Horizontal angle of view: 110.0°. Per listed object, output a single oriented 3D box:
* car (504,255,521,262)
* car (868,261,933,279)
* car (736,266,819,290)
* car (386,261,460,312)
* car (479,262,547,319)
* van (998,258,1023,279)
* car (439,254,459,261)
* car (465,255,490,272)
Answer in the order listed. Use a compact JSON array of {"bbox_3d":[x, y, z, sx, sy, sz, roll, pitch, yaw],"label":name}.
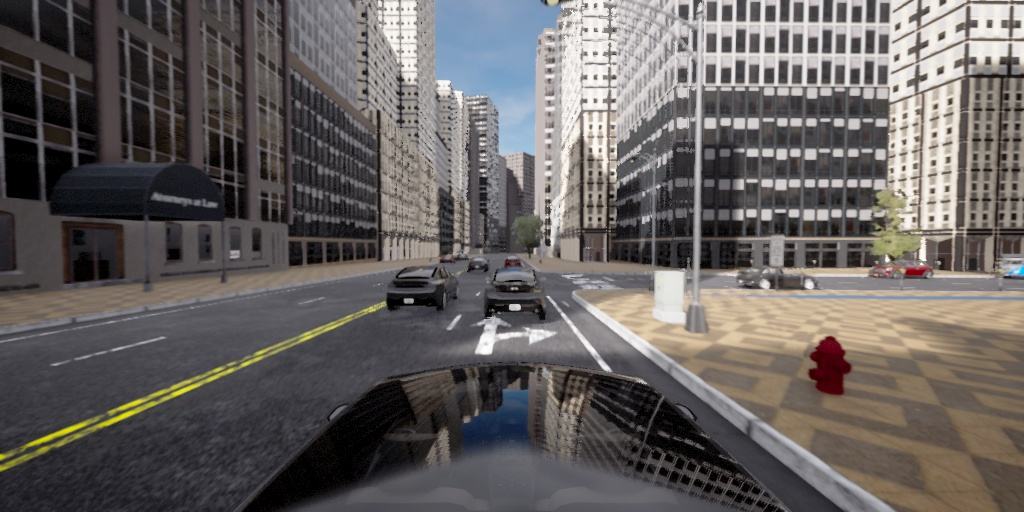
[{"bbox_3d":[0.086,0.656,42.602,1.882,1.535,5.008,0,1,0],"label":"car"},{"bbox_3d":[32.732,1.091,30.308,4.097,1.591,1.967,0,0,-1],"label":"car"},{"bbox_3d":[15.907,1.297,21.584,4.403,1.370,2.007,0,0,-1],"label":"car"},{"bbox_3d":[-3.155,1.092,13.390,1.837,1.490,4.892,0,1,0],"label":"car"},{"bbox_3d":[0.120,1.109,12.077,1.837,1.490,4.892,0,1,1],"label":"car"},{"bbox_3d":[44.014,1.100,30.455,3.998,1.789,1.690,0,0,-1],"label":"van"},{"bbox_3d":[-9.818,0.486,54.809,1.882,1.535,5.008,0,1,1],"label":"car"},{"bbox_3d":[-3.166,0.791,34.808,1.812,1.442,4.674,0,0,0],"label":"car"}]
